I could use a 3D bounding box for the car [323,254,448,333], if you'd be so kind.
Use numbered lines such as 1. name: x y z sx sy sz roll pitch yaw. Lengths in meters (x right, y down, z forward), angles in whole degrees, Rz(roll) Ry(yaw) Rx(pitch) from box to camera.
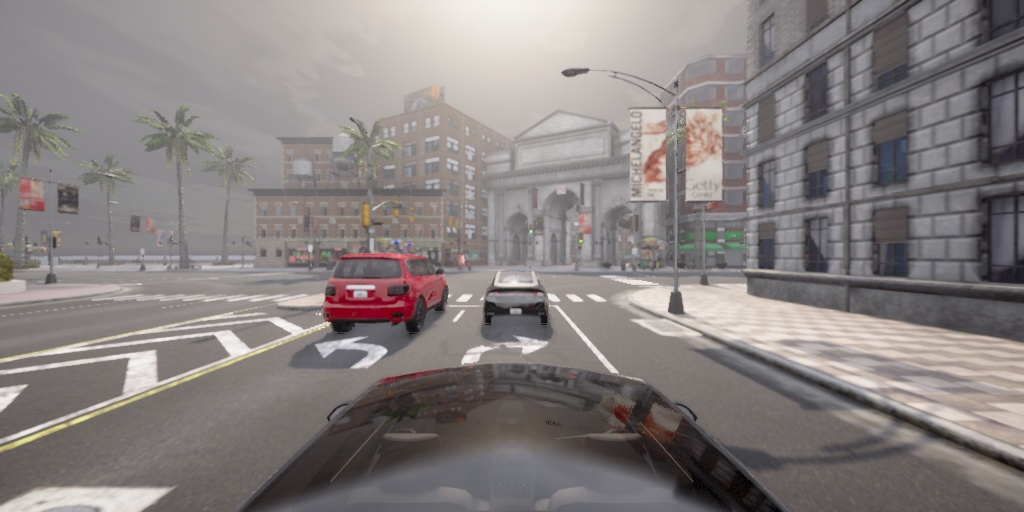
1. car: -3.415 0.953 10.779 2.150 2.045 5.566 0 0 0

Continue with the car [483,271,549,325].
1. car: 0.138 1.220 11.735 2.128 1.511 4.902 0 0 1
